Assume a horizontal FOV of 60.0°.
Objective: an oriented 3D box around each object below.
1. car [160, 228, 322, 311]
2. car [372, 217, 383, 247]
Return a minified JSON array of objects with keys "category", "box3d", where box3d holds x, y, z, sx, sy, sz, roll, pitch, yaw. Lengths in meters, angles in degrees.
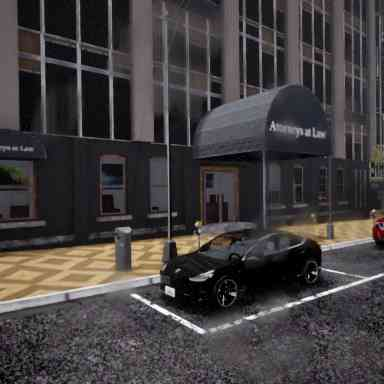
[{"category":"car","box3d":[1.309,1.564,7.792,4.313,1.339,1.947,0,-1,-37]},{"category":"car","box3d":[9.590,1.310,13.987,5.009,1.841,2.192,0,-1,-37]}]
